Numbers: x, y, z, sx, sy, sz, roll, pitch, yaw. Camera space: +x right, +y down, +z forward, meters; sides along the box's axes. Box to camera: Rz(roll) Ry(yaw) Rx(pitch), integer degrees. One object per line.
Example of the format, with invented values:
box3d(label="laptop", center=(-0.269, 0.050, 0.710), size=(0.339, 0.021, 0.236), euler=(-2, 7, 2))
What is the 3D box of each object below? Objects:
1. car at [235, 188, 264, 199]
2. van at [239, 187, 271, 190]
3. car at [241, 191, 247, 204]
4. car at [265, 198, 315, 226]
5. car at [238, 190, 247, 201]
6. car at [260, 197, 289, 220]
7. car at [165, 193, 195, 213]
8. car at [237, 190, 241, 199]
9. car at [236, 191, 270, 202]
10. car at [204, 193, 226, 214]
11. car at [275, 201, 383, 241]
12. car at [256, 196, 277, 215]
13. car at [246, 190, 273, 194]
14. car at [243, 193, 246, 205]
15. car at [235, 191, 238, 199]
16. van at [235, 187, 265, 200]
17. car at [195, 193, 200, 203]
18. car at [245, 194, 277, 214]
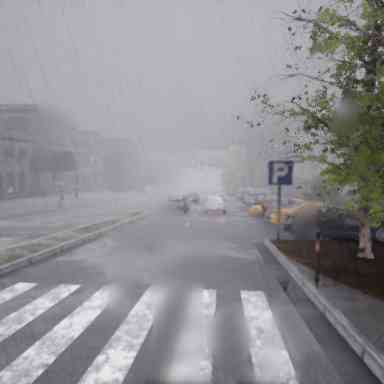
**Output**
box3d(label="car", center=(9.608, 0.288, 55.994), size=(4.553, 1.767, 2.185), euler=(1, 2, 4))
box3d(label="van", center=(8.876, 0.521, 44.998), size=(4.442, 1.987, 1.878), euler=(1, 2, 4))
box3d(label="car", center=(8.147, 0.991, 36.775), size=(4.674, 1.452, 2.002), euler=(1, 1, 4))
box3d(label="car", center=(6.709, 1.310, 17.549), size=(5.008, 1.535, 2.097), euler=(1, 1, 4))
box3d(label="car", center=(8.320, 0.917, 39.527), size=(4.792, 1.488, 2.163), euler=(1, 2, 4))
box3d(label="car", center=(6.925, 1.269, 20.293), size=(4.892, 1.521, 2.231), euler=(1, 1, 4))
box3d(label="car", center=(-1.178, 1.043, 29.651), size=(2.128, 1.511, 4.902), euler=(1, 1, 5))
box3d(label="car", center=(8.583, 0.847, 42.267), size=(4.792, 1.488, 2.163), euler=(1, 2, 4))
box3d(label="car", center=(9.161, 0.590, 50.508), size=(4.892, 1.521, 2.231), euler=(1, 2, 4))
box3d(label="car", center=(2.100, 1.099, 29.912), size=(1.812, 1.442, 4.674), euler=(1, 1, 5))
box3d(label="car", center=(6.504, 1.350, 14.801), size=(4.892, 1.521, 2.231), euler=(1, 1, 4))
box3d(label="car", center=(7.152, 1.256, 23.035), size=(4.792, 1.488, 2.163), euler=(1, 1, 4))
box3d(label="car", center=(7.706, 0.948, 31.275), size=(4.553, 1.767, 2.185), euler=(1, 1, 4))
box3d(label="car", center=(7.938, 1.053, 34.030), size=(4.674, 1.452, 2.002), euler=(1, 1, 4))
box3d(label="car", center=(8.942, 0.541, 47.887), size=(4.553, 1.767, 2.185), euler=(1, 2, 4))
box3d(label="van", center=(9.258, 0.278, 53.258), size=(4.442, 1.987, 1.878), euler=(1, 2, 4))
box3d(label="car", center=(0.034, 0.753, 45.314), size=(1.994, 1.385, 4.181), euler=(1, 1, 5))
box3d(label="car", center=(7.143, 1.172, 25.802), size=(5.366, 1.575, 1.946), euler=(1, 1, 4))
